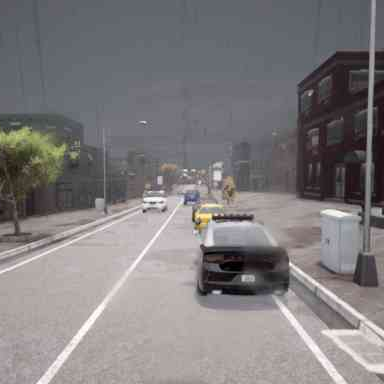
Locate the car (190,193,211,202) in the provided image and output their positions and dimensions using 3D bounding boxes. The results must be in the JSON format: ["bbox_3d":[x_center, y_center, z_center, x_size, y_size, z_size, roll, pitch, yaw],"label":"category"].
[{"bbox_3d":[1.056,1.170,24.658,2.097,1.767,4.553,0,1,0],"label":"car"}]

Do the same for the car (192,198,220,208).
[{"bbox_3d":[1.055,1.345,18.875,1.801,1.575,5.366,0,1,0],"label":"car"}]

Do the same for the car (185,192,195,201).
[{"bbox_3d":[-0.328,0.807,59.355,1.812,1.442,4.674,0,1,0],"label":"car"}]

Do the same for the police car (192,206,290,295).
[{"bbox_3d":[1.052,1.396,8.791,1.930,1.638,5.238,0,0,0],"label":"police car"}]

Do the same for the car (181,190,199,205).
[{"bbox_3d":[0.028,0.708,45.853,2.150,2.045,5.566,0,1,0],"label":"car"}]

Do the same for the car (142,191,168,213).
[{"bbox_3d":[-3.590,0.912,33.097,2.150,2.045,5.566,0,1,0],"label":"car"}]
